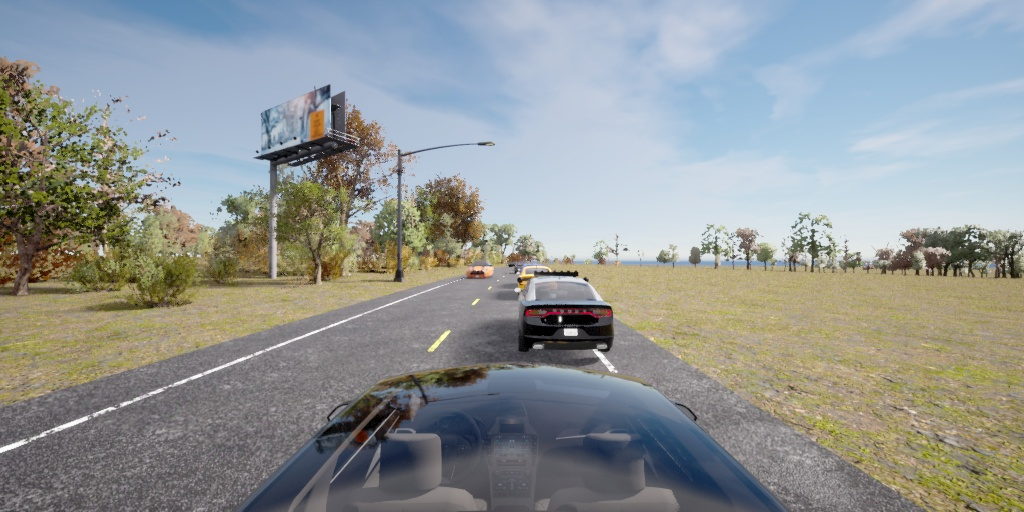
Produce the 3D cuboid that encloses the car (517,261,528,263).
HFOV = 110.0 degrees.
[{"bbox_3d":[1.425,1.295,24.912,1.882,1.535,5.008,0,0,2],"label":"car"}]

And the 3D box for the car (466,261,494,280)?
[{"bbox_3d":[-2.900,1.224,33.334,2.097,1.767,4.553,0,0,2],"label":"car"}]

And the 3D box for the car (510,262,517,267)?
[{"bbox_3d":[1.332,1.466,45.939,2.128,1.511,4.902,0,0,4],"label":"car"}]

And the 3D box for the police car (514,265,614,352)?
[{"bbox_3d":[1.093,1.184,9.079,1.930,1.638,5.238,0,0,1],"label":"police car"}]

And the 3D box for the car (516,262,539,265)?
[{"bbox_3d":[1.263,1.267,18.934,1.882,1.535,5.008,0,0,1],"label":"car"}]
